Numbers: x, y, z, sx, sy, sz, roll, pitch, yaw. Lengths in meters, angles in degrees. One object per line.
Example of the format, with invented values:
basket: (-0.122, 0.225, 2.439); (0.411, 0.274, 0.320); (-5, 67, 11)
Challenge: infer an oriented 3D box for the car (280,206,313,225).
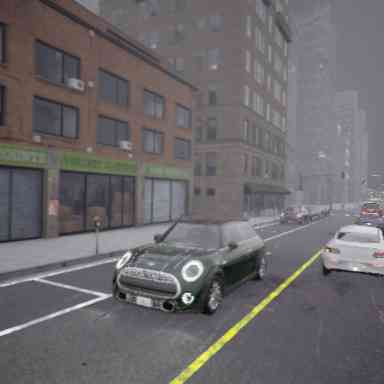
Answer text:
car: (9.112, 1.986, 29.461); (1.967, 1.590, 4.097); (1, -1, 29)

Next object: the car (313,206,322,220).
car: (11.782, 2.241, 34.271); (1.947, 1.339, 4.313); (1, -1, 29)

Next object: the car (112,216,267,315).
car: (0.230, 1.426, 7.960); (2.097, 1.767, 4.553); (2, -1, 29)

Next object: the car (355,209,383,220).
car: (13.010, 2.193, 24.390); (1.994, 1.385, 4.181); (2, -1, 29)

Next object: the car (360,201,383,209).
car: (21.018, 2.240, 38.996); (2.150, 2.045, 5.566); (2, -1, 29)

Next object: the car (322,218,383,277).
car: (5.344, 1.788, 10.611); (1.812, 1.442, 4.674); (2, -1, 29)

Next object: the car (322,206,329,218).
car: (14.455, 2.355, 39.082); (2.008, 1.369, 4.403); (1, -1, 29)
